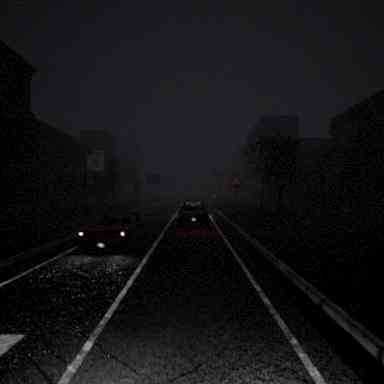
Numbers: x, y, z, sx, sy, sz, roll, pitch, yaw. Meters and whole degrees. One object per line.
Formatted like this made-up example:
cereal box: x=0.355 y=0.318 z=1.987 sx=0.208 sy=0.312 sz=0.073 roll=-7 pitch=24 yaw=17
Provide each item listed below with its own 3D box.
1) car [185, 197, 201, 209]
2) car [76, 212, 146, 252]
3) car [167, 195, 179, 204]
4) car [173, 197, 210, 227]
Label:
car: x=0.103 y=1.277 z=40.508 sx=1.895 sy=1.301 sz=4.718 roll=0 pitch=0 yaw=0
car: x=-3.104 y=1.506 z=13.609 sx=1.895 sy=1.301 sz=4.718 roll=0 pitch=0 yaw=0
car: x=-3.050 y=1.230 z=55.905 sx=2.033 sy=1.411 sz=5.357 roll=0 pitch=0 yaw=1
car: x=0.100 y=1.332 z=21.365 sx=2.128 sy=1.511 sz=4.902 roll=0 pitch=0 yaw=0
